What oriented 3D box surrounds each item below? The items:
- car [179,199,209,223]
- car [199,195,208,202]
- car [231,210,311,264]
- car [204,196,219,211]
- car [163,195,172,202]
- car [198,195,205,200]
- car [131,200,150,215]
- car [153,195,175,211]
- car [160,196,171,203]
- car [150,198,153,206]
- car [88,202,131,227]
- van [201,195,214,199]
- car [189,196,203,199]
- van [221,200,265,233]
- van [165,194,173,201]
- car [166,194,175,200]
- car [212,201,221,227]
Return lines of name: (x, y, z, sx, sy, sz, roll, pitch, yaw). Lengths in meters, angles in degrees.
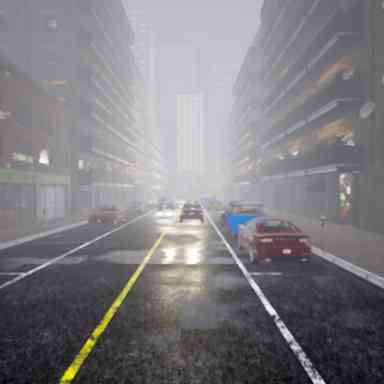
car: (-0.004, 1.532, 25.645, 2.033, 1.411, 5.357, 0, 0, 0)
car: (2.637, 1.523, 77.888, 2.008, 1.369, 4.403, -1, 0, 0)
car: (2.676, 1.537, 11.607, 1.887, 1.381, 4.507, 0, 0, 0)
car: (2.659, 1.504, 39.394, 1.752, 1.417, 4.829, 0, 0, 0)
car: (-5.744, 1.517, 77.897, 1.887, 1.381, 4.507, 0, 0, 0)
car: (2.627, 1.524, 94.459, 2.008, 1.369, 4.403, -1, 0, 0)
car: (-5.718, 1.563, 33.709, 1.802, 1.307, 4.206, 0, 0, 0)
car: (-3.039, 1.471, 39.924, 2.128, 1.511, 4.902, 0, 0, 0)
car: (-5.741, 1.517, 72.373, 1.887, 1.381, 4.507, 0, 0, 0)
car: (-5.728, 1.501, 50.109, 1.752, 1.417, 4.829, 0, 0, 0)
car: (-5.712, 1.531, 22.662, 1.887, 1.381, 4.507, 0, 0, 0)
van: (2.651, 1.317, 50.272, 1.690, 1.788, 3.998, -1, 0, 0)
car: (0.052, 1.542, 44.555, 1.994, 1.385, 4.181, 0, 0, 0)
van: (2.671, 1.330, 17.131, 1.690, 1.788, 3.998, 0, 0, 0)
van: (-5.749, 1.314, 83.420, 1.690, 1.788, 3.998, -1, 0, 0)
car: (-5.752, 1.413, 88.944, 1.967, 1.590, 4.097, -1, 0, 0)
car: (2.670, 1.552, 22.655, 1.947, 1.339, 4.313, 0, 0, 0)
